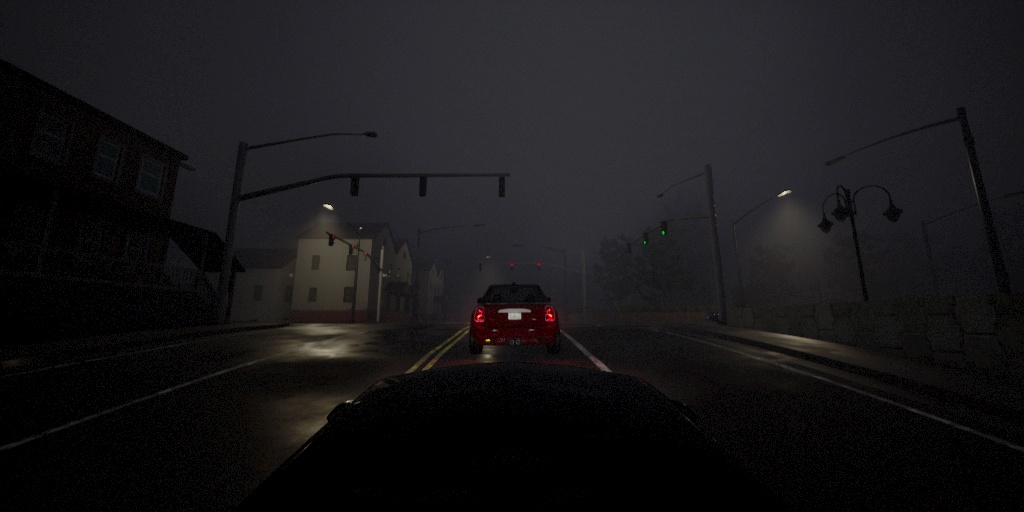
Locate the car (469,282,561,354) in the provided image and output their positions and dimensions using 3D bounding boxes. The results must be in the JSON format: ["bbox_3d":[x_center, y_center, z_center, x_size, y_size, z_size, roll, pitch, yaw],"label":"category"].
[{"bbox_3d":[0.061,1.561,10.069,2.097,1.767,4.553,-1,-6,0],"label":"car"}]

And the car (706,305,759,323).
[{"bbox_3d":[17.915,4.609,28.278,4.902,1.511,2.128,0,-10,1],"label":"car"}]
